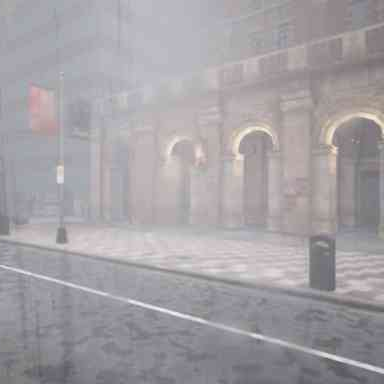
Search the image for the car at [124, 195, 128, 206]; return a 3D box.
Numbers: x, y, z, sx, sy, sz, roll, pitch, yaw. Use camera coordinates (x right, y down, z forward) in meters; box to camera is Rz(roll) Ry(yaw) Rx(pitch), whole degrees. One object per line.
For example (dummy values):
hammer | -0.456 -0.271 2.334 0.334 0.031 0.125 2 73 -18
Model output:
car | -7.856 1.309 36.198 5.566 2.045 2.435 0 -1 37
